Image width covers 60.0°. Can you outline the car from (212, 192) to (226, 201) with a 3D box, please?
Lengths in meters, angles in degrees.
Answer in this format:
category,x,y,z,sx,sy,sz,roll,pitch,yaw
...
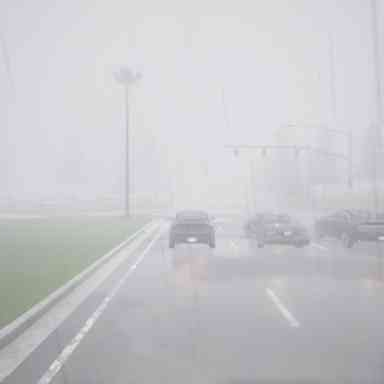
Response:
category,x,y,z,sx,sy,sz,roll,pitch,yaw
car,7.000,1.409,86.472,2.128,1.511,4.902,0,0,0

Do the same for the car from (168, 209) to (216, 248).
category,x,y,z,sx,sy,sz,roll,pitch,yaw
car,0.000,1.515,14.650,1.837,1.490,4.892,0,0,0

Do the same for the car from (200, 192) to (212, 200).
category,x,y,z,sx,sy,sz,roll,pitch,yaw
car,3.500,1.239,86.442,2.097,1.767,4.553,0,0,0

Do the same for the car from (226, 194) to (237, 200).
category,x,y,z,sx,sy,sz,roll,pitch,yaw
car,10.500,1.257,86.858,2.097,1.767,4.553,0,0,0

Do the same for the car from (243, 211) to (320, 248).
category,x,y,z,sx,sy,sz,roll,pitch,yaw
car,3.500,1.562,14.650,2.033,1.411,5.357,0,0,0

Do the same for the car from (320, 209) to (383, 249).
category,x,y,z,sx,sy,sz,roll,pitch,yaw
car,7.000,1.494,14.650,2.128,1.511,4.902,0,0,0

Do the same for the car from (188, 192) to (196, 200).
category,x,y,z,sx,sy,sz,roll,pitch,yaw
car,0.000,1.408,86.472,1.812,1.442,4.674,0,0,0
